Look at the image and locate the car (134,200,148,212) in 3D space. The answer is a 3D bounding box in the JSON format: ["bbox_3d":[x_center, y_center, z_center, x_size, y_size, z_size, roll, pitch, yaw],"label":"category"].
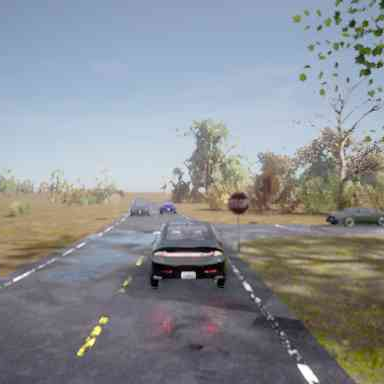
[{"bbox_3d":[-6.899,1.883,45.144,1.812,1.442,4.674,0,-1,-9],"label":"car"}]

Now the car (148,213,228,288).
[{"bbox_3d":[-0.135,1.570,9.499,2.128,1.511,4.902,0,0,-1],"label":"car"}]

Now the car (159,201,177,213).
[{"bbox_3d":[-2.988,1.847,40.340,1.812,1.442,4.674,0,0,-8],"label":"car"}]

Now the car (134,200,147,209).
[{"bbox_3d":[-8.559,2.000,55.244,1.994,1.385,4.181,0,0,-9],"label":"car"}]

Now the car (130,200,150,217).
[{"bbox_3d":[-5.533,1.847,35.590,1.994,1.385,4.181,0,0,-8],"label":"car"}]

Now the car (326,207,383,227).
[{"bbox_3d":[12.061,1.791,24.377,4.181,1.385,1.994,0,-1,-9],"label":"car"}]
